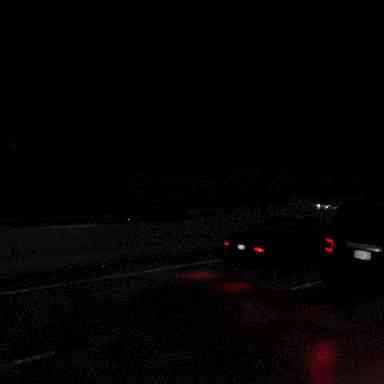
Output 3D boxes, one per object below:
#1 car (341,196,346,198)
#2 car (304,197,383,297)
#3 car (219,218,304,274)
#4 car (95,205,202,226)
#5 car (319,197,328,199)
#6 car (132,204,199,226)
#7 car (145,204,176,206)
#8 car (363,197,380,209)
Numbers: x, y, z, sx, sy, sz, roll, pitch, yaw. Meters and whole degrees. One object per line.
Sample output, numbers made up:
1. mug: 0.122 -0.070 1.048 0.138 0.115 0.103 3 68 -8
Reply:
1. car: 23.831 1.448 51.660 1.882 1.535 5.008 0 0 26
2. car: 5.185 1.216 7.570 5.566 2.045 2.150 0 0 -37
3. car: 3.318 1.542 10.536 5.357 1.411 2.033 0 0 -37
4. car: -1.926 1.542 15.611 5.357 1.411 2.033 0 0 -37
5. car: 22.837 1.516 57.639 2.033 1.411 5.357 0 0 24
6. car: -1.895 1.593 24.520 4.718 1.301 1.895 0 0 -40
7. car: -2.285 1.485 19.800 4.902 1.511 2.128 0 0 -38
8. car: 25.126 1.519 46.453 2.033 1.411 5.357 0 0 29
